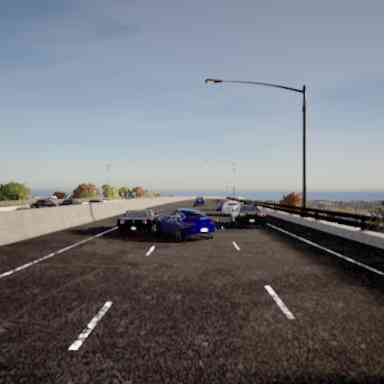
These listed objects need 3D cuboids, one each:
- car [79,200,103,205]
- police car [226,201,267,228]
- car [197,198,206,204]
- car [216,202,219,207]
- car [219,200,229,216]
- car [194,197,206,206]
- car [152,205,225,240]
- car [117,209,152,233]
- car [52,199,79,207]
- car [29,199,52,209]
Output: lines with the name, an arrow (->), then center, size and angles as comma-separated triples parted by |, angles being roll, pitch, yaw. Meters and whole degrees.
car -> -13.236, 1.773, 45.086 | 1.812, 1.442, 4.674 | 0, 0, 2
police car -> 3.793, 1.624, 23.130 | 2.038, 1.542, 4.974 | 0, 0, 1
car -> 2.172, 2.085, 76.714 | 1.895, 1.301, 4.718 | 0, 0, 3
car -> 4.358, 1.799, 44.968 | 2.033, 1.411, 5.357 | 0, 0, 2
car -> 4.041, 1.707, 34.050 | 1.812, 1.442, 4.674 | 0, 0, 1
car -> 1.528, 1.722, 61.526 | 2.097, 1.767, 4.553 | 0, -1, 3
car -> -0.367, 1.613, 17.558 | 1.812, 1.442, 4.674 | -1, 0, -25
car -> -3.150, 1.703, 20.466 | 1.895, 1.301, 4.718 | 0, 0, 1
car -> -16.719, 1.754, 45.409 | 1.837, 1.490, 4.892 | 0, 0, 2
car -> -20.230, 1.751, 45.139 | 1.837, 1.490, 4.892 | 0, 0, 2
